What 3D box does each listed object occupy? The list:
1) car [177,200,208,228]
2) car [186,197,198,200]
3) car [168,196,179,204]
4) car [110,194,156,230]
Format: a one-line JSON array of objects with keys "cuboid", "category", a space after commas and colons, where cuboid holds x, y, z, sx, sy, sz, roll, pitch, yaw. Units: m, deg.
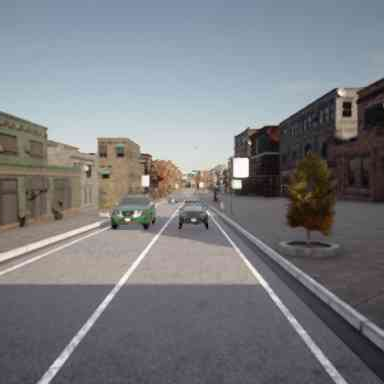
[{"cuboid": [0.095, 1.485, 21.967, 1.812, 1.442, 4.674, 0, 0, 0], "category": "car"}, {"cuboid": [0.038, 1.423, 41.969, 1.882, 1.535, 5.008, 0, 0, 0], "category": "car"}, {"cuboid": [-3.441, 1.470, 62.432, 2.128, 1.511, 4.902, 0, 0, 1], "category": "car"}, {"cuboid": [-3.575, 1.182, 21.274, 2.150, 2.045, 5.566, 0, 0, 0], "category": "car"}]
